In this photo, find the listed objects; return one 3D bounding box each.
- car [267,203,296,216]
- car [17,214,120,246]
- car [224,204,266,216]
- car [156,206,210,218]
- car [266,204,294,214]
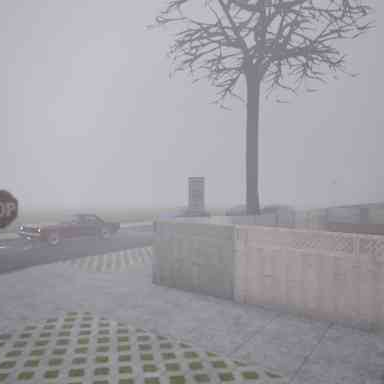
[{"bbox_3d":[10.848,2.126,40.195,1.994,1.385,4.181,0,-1,35],"label":"car"},{"bbox_3d":[-5.914,1.756,16.429,1.895,1.301,4.718,0,-1,35],"label":"car"},{"bbox_3d":[4.915,1.897,31.804,1.882,1.535,5.008,0,0,35],"label":"car"},{"bbox_3d":[-0.571,1.764,24.025,1.882,1.535,5.008,0,-1,35],"label":"car"},{"bbox_3d":[8.054,1.955,31.168,1.837,1.490,4.892,0,-1,35],"label":"car"}]
